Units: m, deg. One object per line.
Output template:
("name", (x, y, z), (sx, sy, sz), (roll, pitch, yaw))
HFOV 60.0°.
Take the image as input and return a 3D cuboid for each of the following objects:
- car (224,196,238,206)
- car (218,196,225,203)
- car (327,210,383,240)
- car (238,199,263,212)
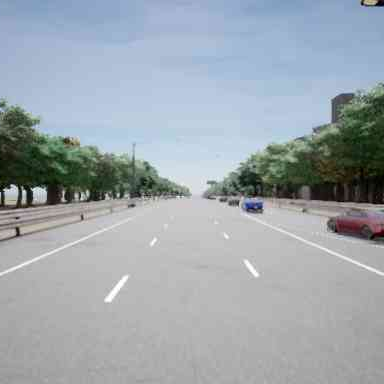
("car", (7.034, 1.595, 56.355), (1.812, 1.442, 4.674), (0, 0, 0))
("car", (7.099, 1.688, 75.919), (1.812, 1.442, 4.674), (0, 0, 0))
("car", (8.931, 1.599, 17.286), (1.994, 1.385, 4.181), (0, 0, -11))
("car", (7.040, 1.524, 39.238), (1.882, 1.535, 5.008), (0, 0, 0))
